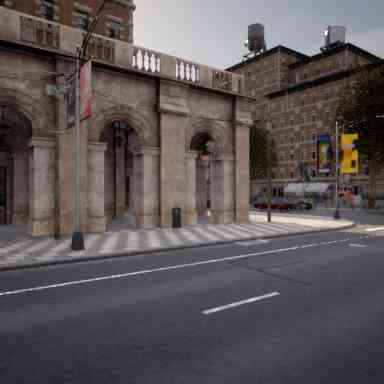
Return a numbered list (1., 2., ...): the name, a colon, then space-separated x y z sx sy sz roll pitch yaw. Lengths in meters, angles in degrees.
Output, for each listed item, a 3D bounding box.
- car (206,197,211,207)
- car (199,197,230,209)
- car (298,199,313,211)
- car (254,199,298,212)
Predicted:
1. car: 1.151 1.595 46.040 1.895 1.301 4.718 0 0 -36
2. car: 3.183 1.500 48.612 1.837 1.490 4.892 0 1 -36
3. car: 12.787 1.564 41.242 1.994 1.385 4.181 0 0 -36
4. car: 9.689 1.601 39.554 1.895 1.301 4.718 0 0 -36
